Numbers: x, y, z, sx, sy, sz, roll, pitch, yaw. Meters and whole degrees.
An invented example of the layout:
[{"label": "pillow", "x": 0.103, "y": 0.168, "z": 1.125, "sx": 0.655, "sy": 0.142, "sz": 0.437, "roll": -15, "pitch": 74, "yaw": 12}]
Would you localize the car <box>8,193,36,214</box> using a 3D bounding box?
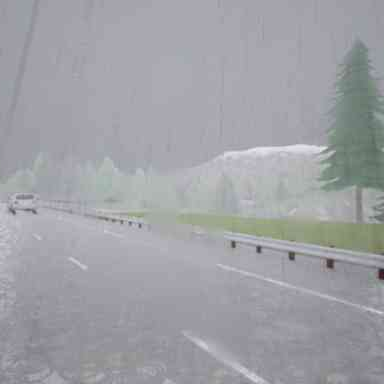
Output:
[{"label": "car", "x": -17.637, "y": 1.137, "z": 34.494, "sx": 2.150, "sy": 2.045, "sz": 5.566, "roll": 0, "pitch": 0, "yaw": -34}]
